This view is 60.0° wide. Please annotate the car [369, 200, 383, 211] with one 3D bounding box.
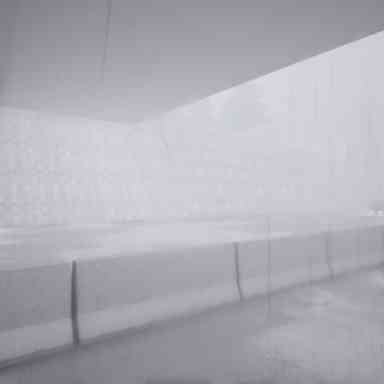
[{"bbox_3d":[25.926,1.838,45.393,4.181,1.385,1.994,1,0,-36],"label":"car"}]
